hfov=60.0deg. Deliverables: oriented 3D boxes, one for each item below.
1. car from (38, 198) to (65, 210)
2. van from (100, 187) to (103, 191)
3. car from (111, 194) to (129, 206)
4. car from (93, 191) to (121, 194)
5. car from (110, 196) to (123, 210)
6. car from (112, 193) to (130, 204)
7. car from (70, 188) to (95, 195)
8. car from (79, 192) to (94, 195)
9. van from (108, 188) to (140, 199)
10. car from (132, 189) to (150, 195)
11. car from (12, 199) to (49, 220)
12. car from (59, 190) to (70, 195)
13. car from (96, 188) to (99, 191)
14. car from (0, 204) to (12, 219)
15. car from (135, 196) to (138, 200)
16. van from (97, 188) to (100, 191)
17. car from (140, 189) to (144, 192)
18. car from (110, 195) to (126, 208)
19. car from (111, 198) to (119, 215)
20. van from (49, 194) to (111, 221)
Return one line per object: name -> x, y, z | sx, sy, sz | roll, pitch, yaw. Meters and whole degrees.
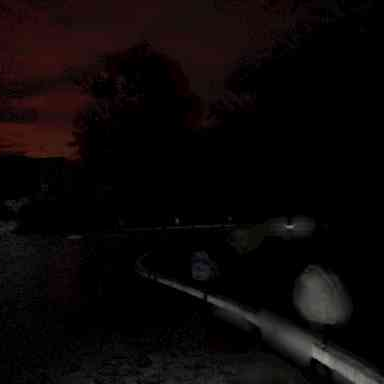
car -> -19.447, 1.585, 46.219 | 1.895, 1.301, 4.718 | -1, 2, -4
van -> -27.036, 0.136, 89.081 | 4.442, 1.987, 1.878 | -1, 2, -4
car -> -10.639, 1.431, 40.875 | 4.892, 1.521, 2.231 | -1, 2, -4
car -> -10.996, 1.146, 46.408 | 4.553, 1.767, 2.185 | -1, 2, -4
car -> -10.428, 1.589, 35.329 | 5.366, 1.575, 1.946 | -1, 2, -4
car -> -10.823, 1.351, 43.643 | 5.008, 1.535, 2.097 | -1, 2, -4
car -> -20.542, 0.464, 62.713 | 2.150, 2.045, 5.566 | -1, 2, -4
car -> -16.597, 1.238, 54.566 | 1.994, 1.385, 4.181 | -1, 2, -4
van -> -11.695, 0.733, 57.483 | 4.442, 1.987, 1.878 | -1, 2, -4
car -> -14.377, -0.024, 93.458 | 4.792, 1.488, 2.163 | -1, 2, -4
car -> -15.048, 1.820, 32.097 | 1.837, 1.490, 4.892 | -1, 2, -4
car -> -25.996, 0.588, 72.297 | 5.566, 2.045, 2.435 | -1, 2, -4
car -> -26.757, 0.527, 83.487 | 5.008, 1.535, 2.097 | -1, 2, -4
car -> -18.382, 1.898, 30.932 | 1.882, 1.535, 5.008 | -1, 2, -4
car -> -11.420, 1.117, 51.945 | 5.008, 1.535, 2.097 | -1, 2, -4
van -> -27.071, 0.225, 86.271 | 4.442, 1.987, 1.878 | -1, 2, -4
car -> -13.365, 0.344, 79.622 | 5.008, 1.535, 2.097 | -1, 2, -4
car -> -10.408, 1.537, 38.111 | 4.792, 1.488, 2.163 | -1, 2, -4
car -> -10.017, 1.696, 32.576 | 4.792, 1.488, 2.163 | -1, 2, -4
van -> -9.973, 1.523, 29.792 | 4.442, 1.987, 1.878 | -1, 2, -4
